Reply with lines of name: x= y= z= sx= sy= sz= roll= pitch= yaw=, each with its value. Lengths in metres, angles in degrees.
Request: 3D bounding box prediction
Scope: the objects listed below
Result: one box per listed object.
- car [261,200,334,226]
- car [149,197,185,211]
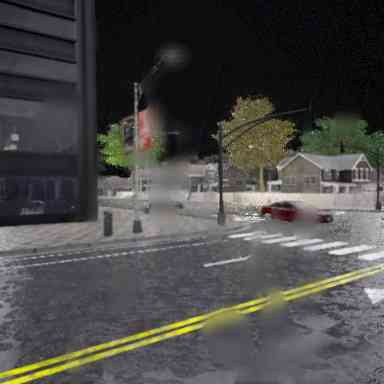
car: x=6.710 y=1.316 z=21.687 sx=1.882 sy=1.535 sz=5.008 roll=-1 pitch=1 yaw=-33
car: x=-2.799 y=1.296 z=36.368 sx=2.033 sy=1.411 sz=5.357 roll=-1 pitch=1 yaw=-33
